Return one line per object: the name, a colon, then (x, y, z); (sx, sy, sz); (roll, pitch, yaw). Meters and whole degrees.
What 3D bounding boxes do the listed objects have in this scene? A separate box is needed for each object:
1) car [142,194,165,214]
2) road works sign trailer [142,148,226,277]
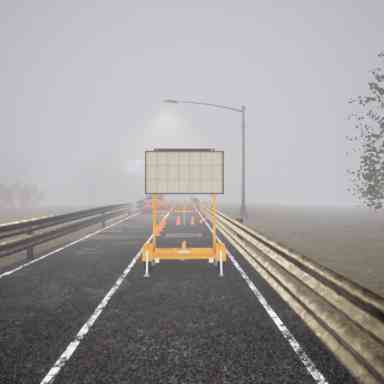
car: (-4.148, 1.235, 36.664); (2.150, 2.045, 5.566); (0, 0, -1)
road works sign trailer: (-0.236, 0.468, 10.284); (2.380, 3.560, 2.880); (0, 0, -1)
